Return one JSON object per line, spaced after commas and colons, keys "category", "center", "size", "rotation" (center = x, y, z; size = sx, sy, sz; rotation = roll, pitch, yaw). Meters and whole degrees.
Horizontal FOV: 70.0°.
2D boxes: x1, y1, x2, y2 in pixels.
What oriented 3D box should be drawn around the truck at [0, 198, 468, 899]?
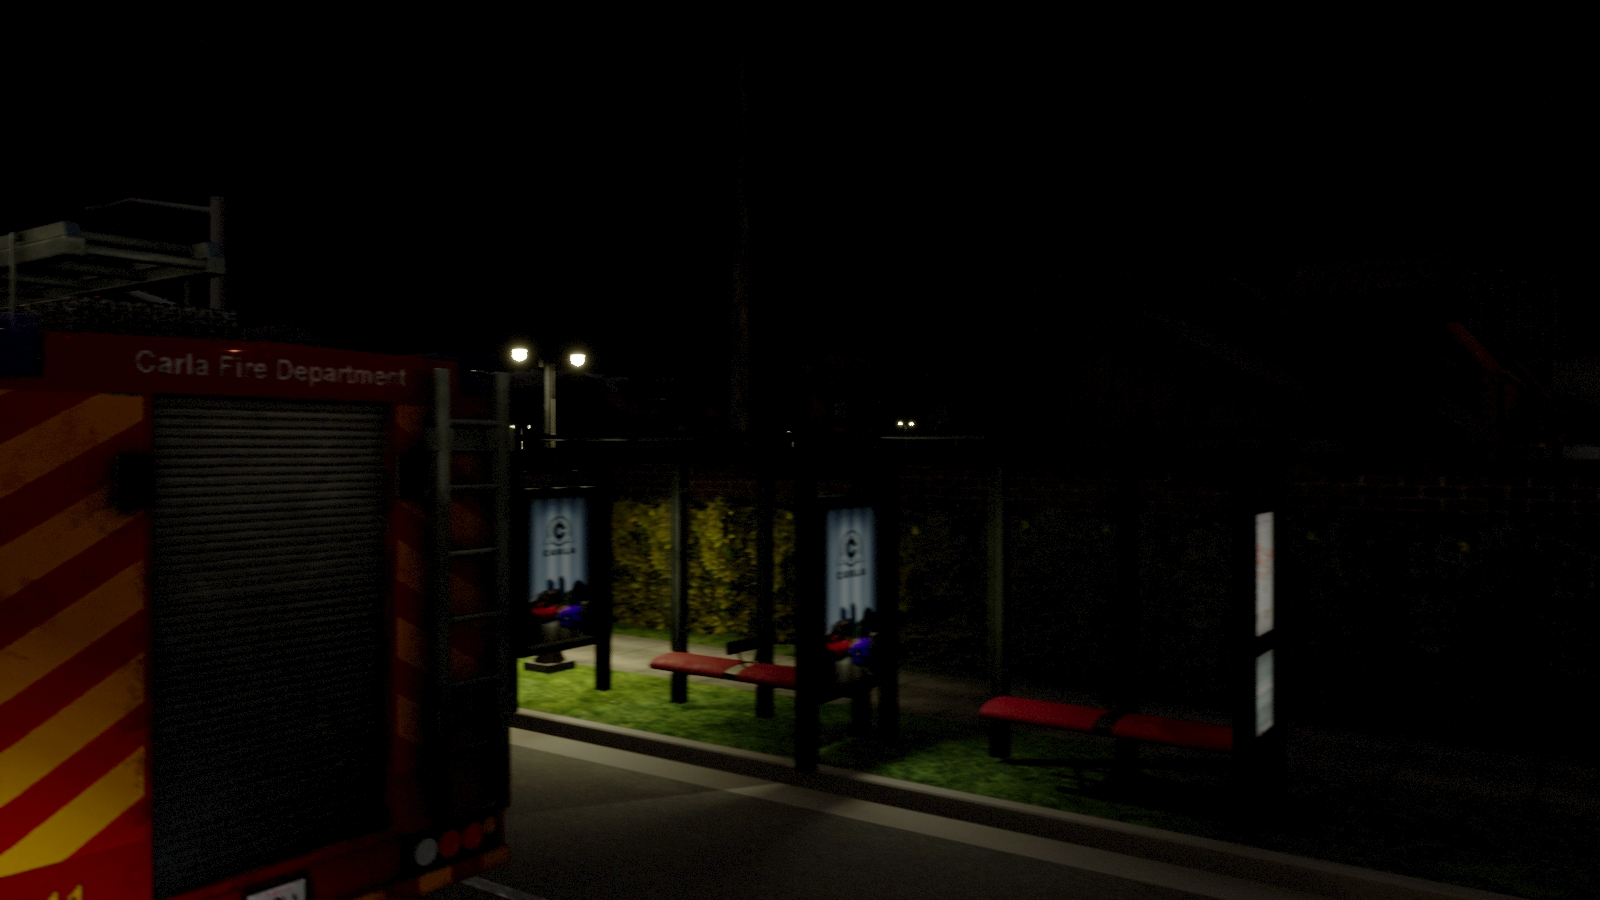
{"category": "truck", "center": [-6.200, 0.890, 7.797], "size": [8.468, 3.827, 2.891], "rotation": [0, 0, 35]}
